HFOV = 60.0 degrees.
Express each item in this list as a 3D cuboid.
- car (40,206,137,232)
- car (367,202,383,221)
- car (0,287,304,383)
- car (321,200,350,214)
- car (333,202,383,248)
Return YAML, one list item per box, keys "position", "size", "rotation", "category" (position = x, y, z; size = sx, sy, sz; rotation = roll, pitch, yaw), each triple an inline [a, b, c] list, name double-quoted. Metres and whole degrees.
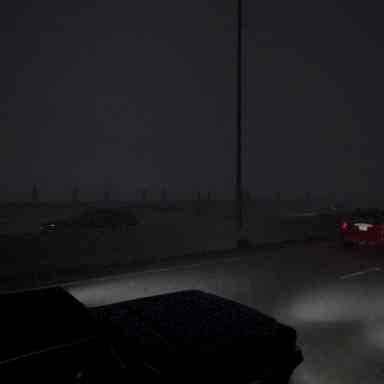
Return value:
- position: [-5.281, 1.528, 17.422]
  size: [4.892, 1.490, 1.837]
  rotation: [0, 0, -35]
  category: "car"
- position: [17.900, 1.658, 29.635]
  size: [4.902, 1.511, 2.128]
  rotation: [0, 0, -35]
  category: "car"
- position: [-1.158, 1.603, 2.920]
  size: [4.718, 1.301, 1.895]
  rotation: [0, 0, -35]
  category: "car"
- position: [16.516, 1.663, 37.238]
  size: [5.008, 1.535, 1.882]
  rotation: [0, 0, -35]
  category: "car"
- position: [8.278, 1.423, 13.951]
  size: [4.553, 1.767, 2.097]
  rotation: [0, 0, -35]
  category: "car"
